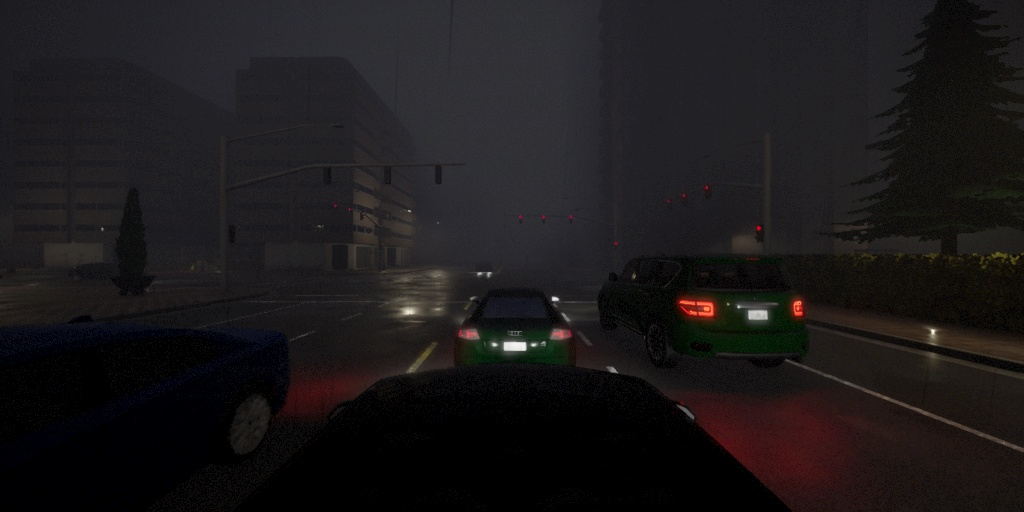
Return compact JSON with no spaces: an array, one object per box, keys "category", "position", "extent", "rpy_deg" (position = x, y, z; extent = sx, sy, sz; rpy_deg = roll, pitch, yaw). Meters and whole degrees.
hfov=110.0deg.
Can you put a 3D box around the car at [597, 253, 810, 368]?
[{"category":"car","position":[3.588,0.971,8.019],"extent":[2.150,2.045,5.566],"rpy_deg":[0,0,-2]}]

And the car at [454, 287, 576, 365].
[{"category":"car","position":[0.058,1.314,7.338],"extent":[1.994,1.385,4.181],"rpy_deg":[0,0,0]}]

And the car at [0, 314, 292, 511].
[{"category":"car","position":[-3.502,1.252,2.097],"extent":[1.882,1.535,5.008],"rpy_deg":[0,0,0]}]

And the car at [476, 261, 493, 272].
[{"category":"car","position":[-3.508,1.358,46.078],"extent":[1.994,1.385,4.181],"rpy_deg":[0,1,0]}]

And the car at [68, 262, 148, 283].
[{"category":"car","position":[-31.075,1.254,27.642],"extent":[4.892,1.490,1.837],"rpy_deg":[0,0,1]}]
